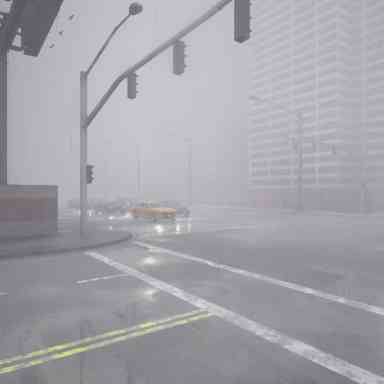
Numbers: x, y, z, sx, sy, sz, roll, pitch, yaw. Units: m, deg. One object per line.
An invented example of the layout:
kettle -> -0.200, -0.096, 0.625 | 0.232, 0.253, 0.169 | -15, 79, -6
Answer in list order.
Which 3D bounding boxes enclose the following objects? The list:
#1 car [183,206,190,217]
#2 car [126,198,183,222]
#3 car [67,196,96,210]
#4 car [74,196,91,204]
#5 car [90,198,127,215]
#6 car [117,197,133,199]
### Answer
car -> -2.048, 1.526, 31.124 | 1.812, 1.442, 4.674 | 0, 0, -35
car -> -3.105, 1.478, 26.550 | 1.882, 1.535, 5.008 | 0, 0, -35
car -> -14.509, 1.547, 42.720 | 2.033, 1.411, 5.357 | 0, 0, -35
car -> -21.519, 1.526, 65.122 | 1.812, 1.442, 4.674 | 0, 0, -35
car -> -8.488, 1.601, 34.177 | 1.895, 1.301, 4.718 | 0, 0, -35
car -> -7.596, 1.352, 38.992 | 2.097, 1.767, 4.553 | 0, 0, -35
